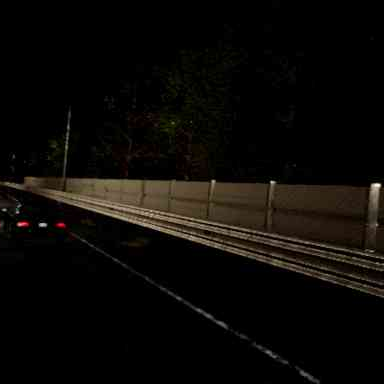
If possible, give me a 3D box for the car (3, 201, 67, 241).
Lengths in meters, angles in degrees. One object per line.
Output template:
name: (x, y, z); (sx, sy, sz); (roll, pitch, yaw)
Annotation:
car: (-6.476, 1.073, 13.521); (2.033, 1.411, 5.357); (5, 0, -33)
